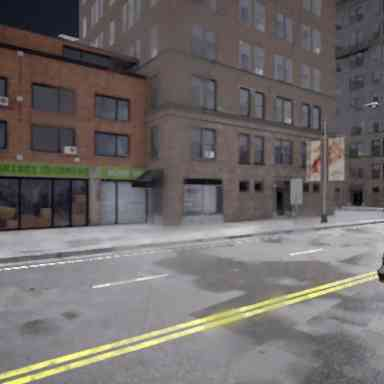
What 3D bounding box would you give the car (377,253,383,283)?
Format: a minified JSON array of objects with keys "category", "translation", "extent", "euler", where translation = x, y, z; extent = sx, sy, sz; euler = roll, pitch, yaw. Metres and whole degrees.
[{"category":"car","translation":[6.622,1.581,8.164],"extent":[5.357,1.411,2.033],"euler":[0,0,-36]}]
